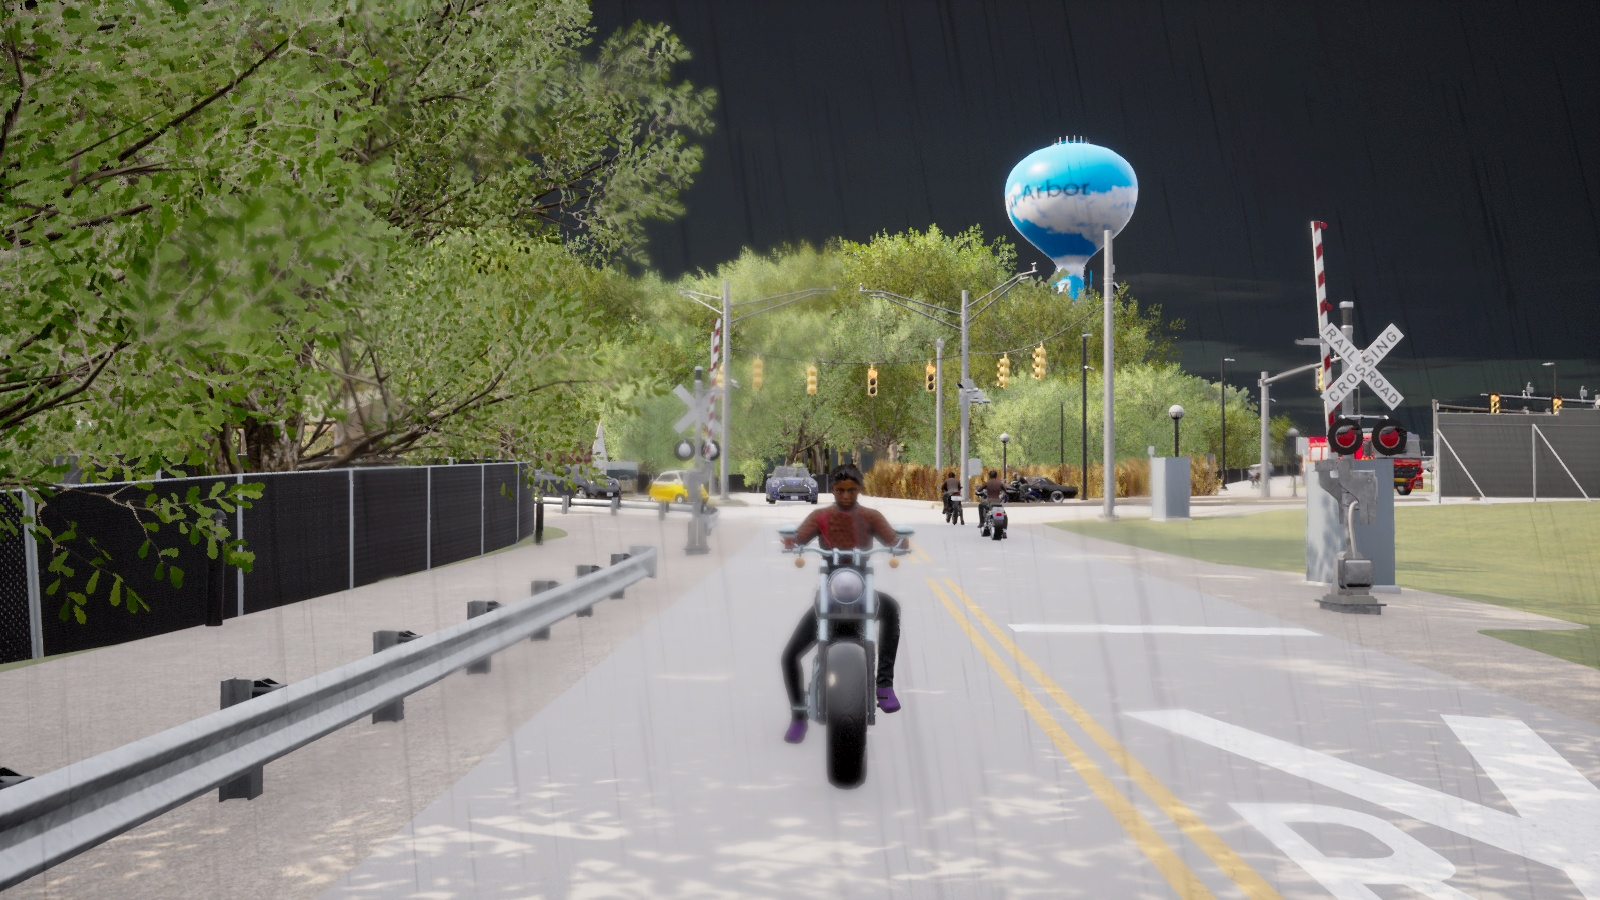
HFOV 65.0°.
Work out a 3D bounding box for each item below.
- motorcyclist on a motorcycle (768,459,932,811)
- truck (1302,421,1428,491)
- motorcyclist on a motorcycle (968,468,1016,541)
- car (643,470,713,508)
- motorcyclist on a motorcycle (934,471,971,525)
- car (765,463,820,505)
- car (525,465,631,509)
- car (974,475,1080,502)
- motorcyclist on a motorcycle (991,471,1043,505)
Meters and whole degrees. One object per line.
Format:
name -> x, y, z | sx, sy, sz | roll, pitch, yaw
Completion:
motorcyclist on a motorcycle -> 0.270, 0.884, 7.085 | 0.766, 1.649, 2.350 | 0, -1, 2
truck -> 32.604, 0.409, 72.907 | 2.891, 3.827, 8.468 | 0, -1, -5
motorcyclist on a motorcycle -> 4.470, 1.243, 29.341 | 0.766, 1.649, 2.350 | 1, -1, 0
car -> -4.655, 1.502, 47.848 | 2.207, 1.376, 1.481 | -2, -3, 34
motorcyclist on a motorcycle -> 4.420, 1.370, 36.557 | 0.797, 1.523, 2.044 | 1, -1, -1
car -> -0.372, 1.471, 55.251 | 2.097, 1.767, 4.553 | 0, -1, -4
car -> -7.950, 1.329, 44.832 | 3.633, 1.501, 1.845 | -1, -3, 41
car -> 10.907, 1.855, 60.601 | 4.718, 1.301, 1.895 | 0, -1, -4
motorcyclist on a motorcycle -> 9.857, 1.730, 57.019 | 2.191, 1.530, 0.866 | 0, -1, -4
